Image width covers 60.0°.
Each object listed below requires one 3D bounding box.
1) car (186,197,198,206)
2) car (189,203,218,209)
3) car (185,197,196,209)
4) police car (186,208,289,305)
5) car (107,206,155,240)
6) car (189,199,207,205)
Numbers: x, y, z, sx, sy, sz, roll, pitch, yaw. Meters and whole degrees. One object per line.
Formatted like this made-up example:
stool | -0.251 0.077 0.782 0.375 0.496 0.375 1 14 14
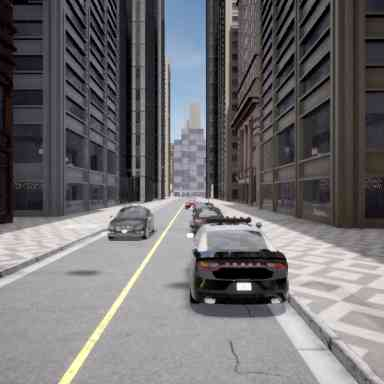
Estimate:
car | -0.009 1.645 58.988 1.994 1.385 4.181 0 0 0
car | 0.896 1.535 18.210 1.812 1.442 4.674 0 0 0
car | 0.028 1.650 45.964 1.895 1.301 4.718 0 0 0
police car | 0.898 1.427 8.319 1.930 1.638 5.238 0 0 0
car | -3.004 1.512 17.203 1.837 1.490 4.892 0 0 0
car | 0.895 1.521 24.210 1.837 1.490 4.892 0 0 0
